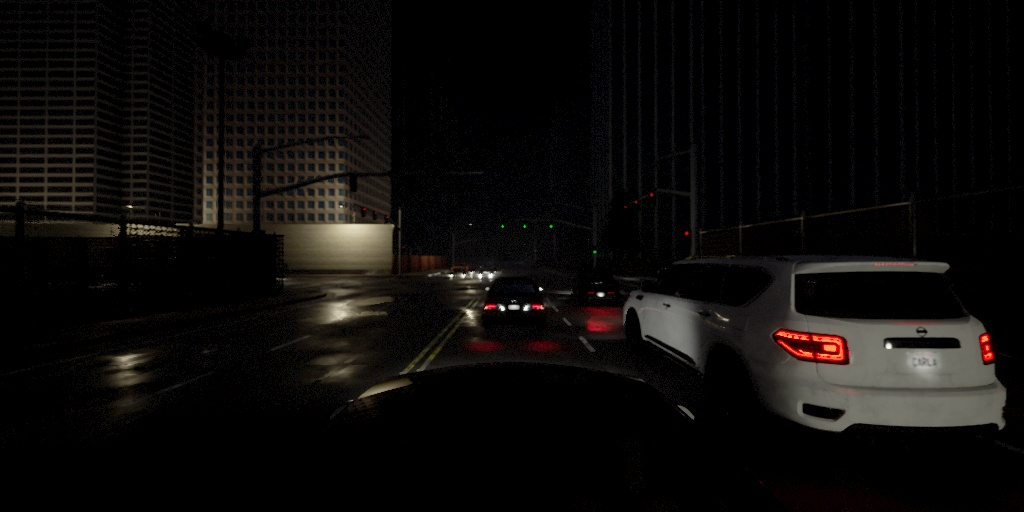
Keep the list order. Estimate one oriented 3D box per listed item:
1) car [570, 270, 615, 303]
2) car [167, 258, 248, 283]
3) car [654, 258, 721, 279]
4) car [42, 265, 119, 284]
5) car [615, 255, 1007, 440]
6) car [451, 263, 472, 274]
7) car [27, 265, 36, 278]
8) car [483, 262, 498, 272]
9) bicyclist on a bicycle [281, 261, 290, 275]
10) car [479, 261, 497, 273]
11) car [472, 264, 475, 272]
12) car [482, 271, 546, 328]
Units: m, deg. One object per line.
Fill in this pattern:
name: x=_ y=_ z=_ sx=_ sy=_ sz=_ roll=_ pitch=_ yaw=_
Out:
car: x=4.019 y=1.405 z=17.658 sx=1.837 sy=1.490 sz=4.892 roll=0 pitch=0 yaw=6
car: x=-24.091 y=1.173 z=28.465 sx=5.566 sy=2.045 sz=2.150 roll=0 pitch=-1 yaw=0
car: x=17.299 y=1.239 z=35.589 sx=5.566 sy=2.045 sz=2.150 roll=0 pitch=-1 yaw=0
car: x=-33.901 y=1.457 z=28.483 sx=4.892 sy=1.490 sz=1.837 roll=0 pitch=-1 yaw=0
car: x=3.599 y=1.013 z=5.820 sx=2.150 sy=2.045 sz=5.566 roll=0 pitch=0 yaw=0
car: x=-7.113 y=1.681 z=49.127 sx=1.882 sy=1.535 sz=5.008 roll=0 pitch=-1 yaw=0
car: x=-46.828 y=1.569 z=35.694 sx=5.357 sy=1.411 sz=2.033 roll=0 pitch=-1 yaw=1
car: x=-3.593 y=1.805 z=60.732 sx=2.128 sy=1.511 sz=4.902 roll=0 pitch=-1 yaw=0
bicyclist on a bicycle: x=-25.587 y=1.366 z=40.448 sx=0.582 sy=1.620 sz=1.656 roll=0 pitch=0 yaw=0
car: x=-3.613 y=1.828 z=51.668 sx=1.895 sy=1.301 sz=4.718 roll=0 pitch=-1 yaw=0
car: x=-7.099 y=1.818 z=58.466 sx=1.812 sy=1.442 sz=4.674 roll=0 pitch=-1 yaw=0
car: x=0.068 y=1.394 z=11.757 sx=2.033 sy=1.411 sz=5.357 roll=0 pitch=-1 yaw=0
